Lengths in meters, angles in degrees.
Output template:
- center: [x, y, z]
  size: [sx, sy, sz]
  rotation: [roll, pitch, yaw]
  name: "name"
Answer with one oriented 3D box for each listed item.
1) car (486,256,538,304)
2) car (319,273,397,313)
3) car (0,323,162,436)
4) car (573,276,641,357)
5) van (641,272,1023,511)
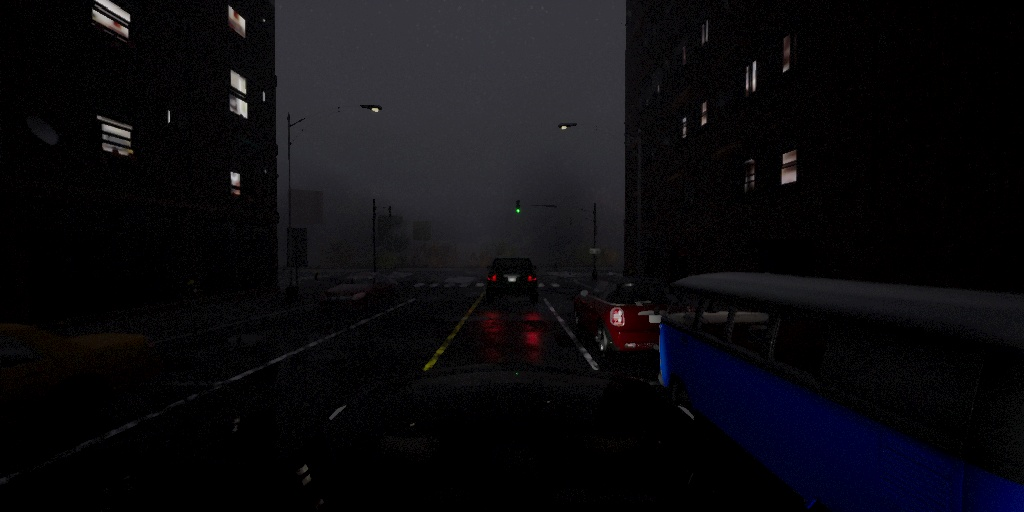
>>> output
- center: [0.000, 1.002, 16.531]
  size: [2.150, 2.045, 5.566]
  rotation: [0, 0, 0]
  name: "car"
- center: [-5.789, 1.326, 14.042]
  size: [1.802, 1.307, 4.207]
  rotation: [0, 0, 0]
  name: "car"
- center: [-5.691, 1.274, 2.830]
  size: [1.751, 1.417, 4.829]
  rotation: [0, 0, 0]
  name: "car"
- center: [2.689, 1.186, 8.573]
  size: [1.967, 1.591, 4.097]
  rotation: [0, 0, 0]
  name: "car"
- center: [2.689, 1.089, 3.049]
  size: [1.690, 1.789, 3.998]
  rotation: [0, 0, 0]
  name: "van"
